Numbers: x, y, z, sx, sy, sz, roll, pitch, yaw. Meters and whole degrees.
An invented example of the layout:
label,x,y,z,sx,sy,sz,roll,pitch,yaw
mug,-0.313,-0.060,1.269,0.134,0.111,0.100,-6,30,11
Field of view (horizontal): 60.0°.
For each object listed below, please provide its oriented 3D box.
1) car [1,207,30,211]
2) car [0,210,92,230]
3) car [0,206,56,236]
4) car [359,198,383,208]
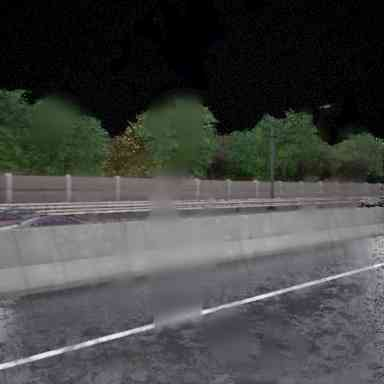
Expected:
label,x,y,z,sx,sy,sz,roll,pitch,yaw
car,-8.915,1.561,14.830,4.181,1.385,1.994,0,0,-35
car,-5.737,1.556,12.797,4.181,1.385,1.994,0,0,-35
car,-9.986,1.557,18.364,4.181,1.385,1.994,0,0,-35
car,23.338,1.427,42.107,5.357,1.411,2.033,0,0,-35
